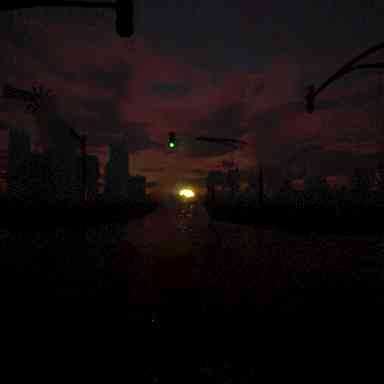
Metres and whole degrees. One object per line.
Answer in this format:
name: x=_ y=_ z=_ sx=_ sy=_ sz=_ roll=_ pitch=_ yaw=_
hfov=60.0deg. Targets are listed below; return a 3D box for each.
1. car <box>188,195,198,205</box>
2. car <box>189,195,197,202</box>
car: x=0.220 y=1.714 z=65.049 sx=2.033 sy=1.411 sz=5.357 roll=0 pitch=0 yaw=0
car: x=0.266 y=1.531 z=75.473 sx=1.837 sy=1.490 sz=4.892 roll=0 pitch=0 yaw=0
